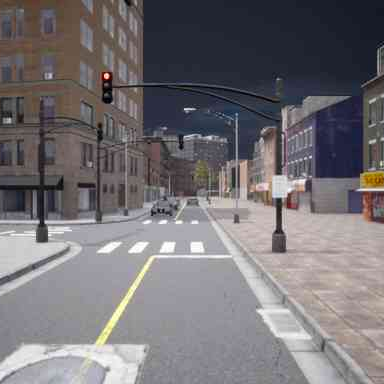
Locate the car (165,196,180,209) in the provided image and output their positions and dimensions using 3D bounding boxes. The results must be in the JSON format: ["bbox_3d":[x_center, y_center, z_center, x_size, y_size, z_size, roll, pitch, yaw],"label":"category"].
[{"bbox_3d":[-2.824,1.361,42.087,2.097,1.767,4.553,0,0,0],"label":"car"}]

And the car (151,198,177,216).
[{"bbox_3d":[-2.832,1.569,32.315,1.994,1.385,4.181,0,0,0],"label":"car"}]

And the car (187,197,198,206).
[{"bbox_3d":[0.131,1.508,56.207,2.128,1.511,4.902,0,0,0],"label":"car"}]

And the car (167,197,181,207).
[{"bbox_3d":[-2.815,1.562,52.710,2.033,1.411,5.357,0,0,0],"label":"car"}]
